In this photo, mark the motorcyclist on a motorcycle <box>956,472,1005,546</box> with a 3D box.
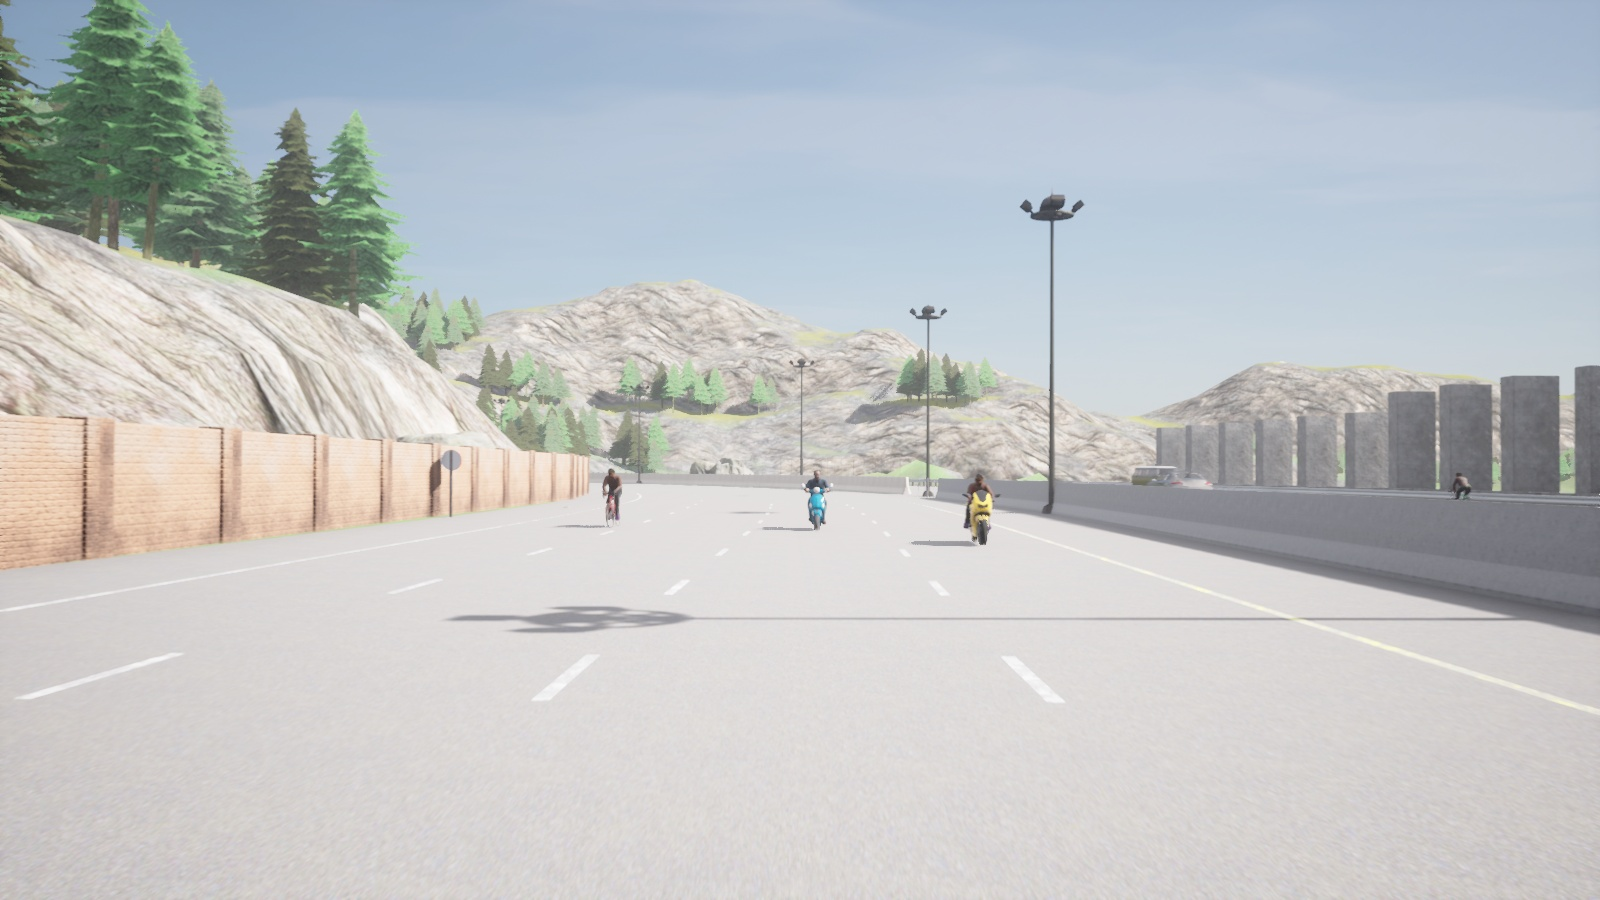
[{"bbox_3d":[3.837,1.231,26.834,0.797,1.523,2.044,0,-1,1],"label":"motorcyclist on a motorcycle"}]

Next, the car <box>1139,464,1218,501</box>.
[{"bbox_3d":[17.907,1.521,59.683,2.152,1.651,5.027,0,-1,-1],"label":"car"}]

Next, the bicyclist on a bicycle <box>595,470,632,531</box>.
[{"bbox_3d":[-5.076,1.362,34.269,0.582,1.620,1.656,-2,-1,4],"label":"bicyclist on a bicycle"}]

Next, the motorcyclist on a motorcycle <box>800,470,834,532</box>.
[{"bbox_3d":[0.460,1.321,33.124,0.866,1.590,1.817,0,-1,1],"label":"motorcyclist on a motorcycle"}]

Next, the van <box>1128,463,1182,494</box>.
[{"bbox_3d":[23.118,1.849,81.981,1.775,1.987,4.442,0,-1,-8],"label":"van"}]
